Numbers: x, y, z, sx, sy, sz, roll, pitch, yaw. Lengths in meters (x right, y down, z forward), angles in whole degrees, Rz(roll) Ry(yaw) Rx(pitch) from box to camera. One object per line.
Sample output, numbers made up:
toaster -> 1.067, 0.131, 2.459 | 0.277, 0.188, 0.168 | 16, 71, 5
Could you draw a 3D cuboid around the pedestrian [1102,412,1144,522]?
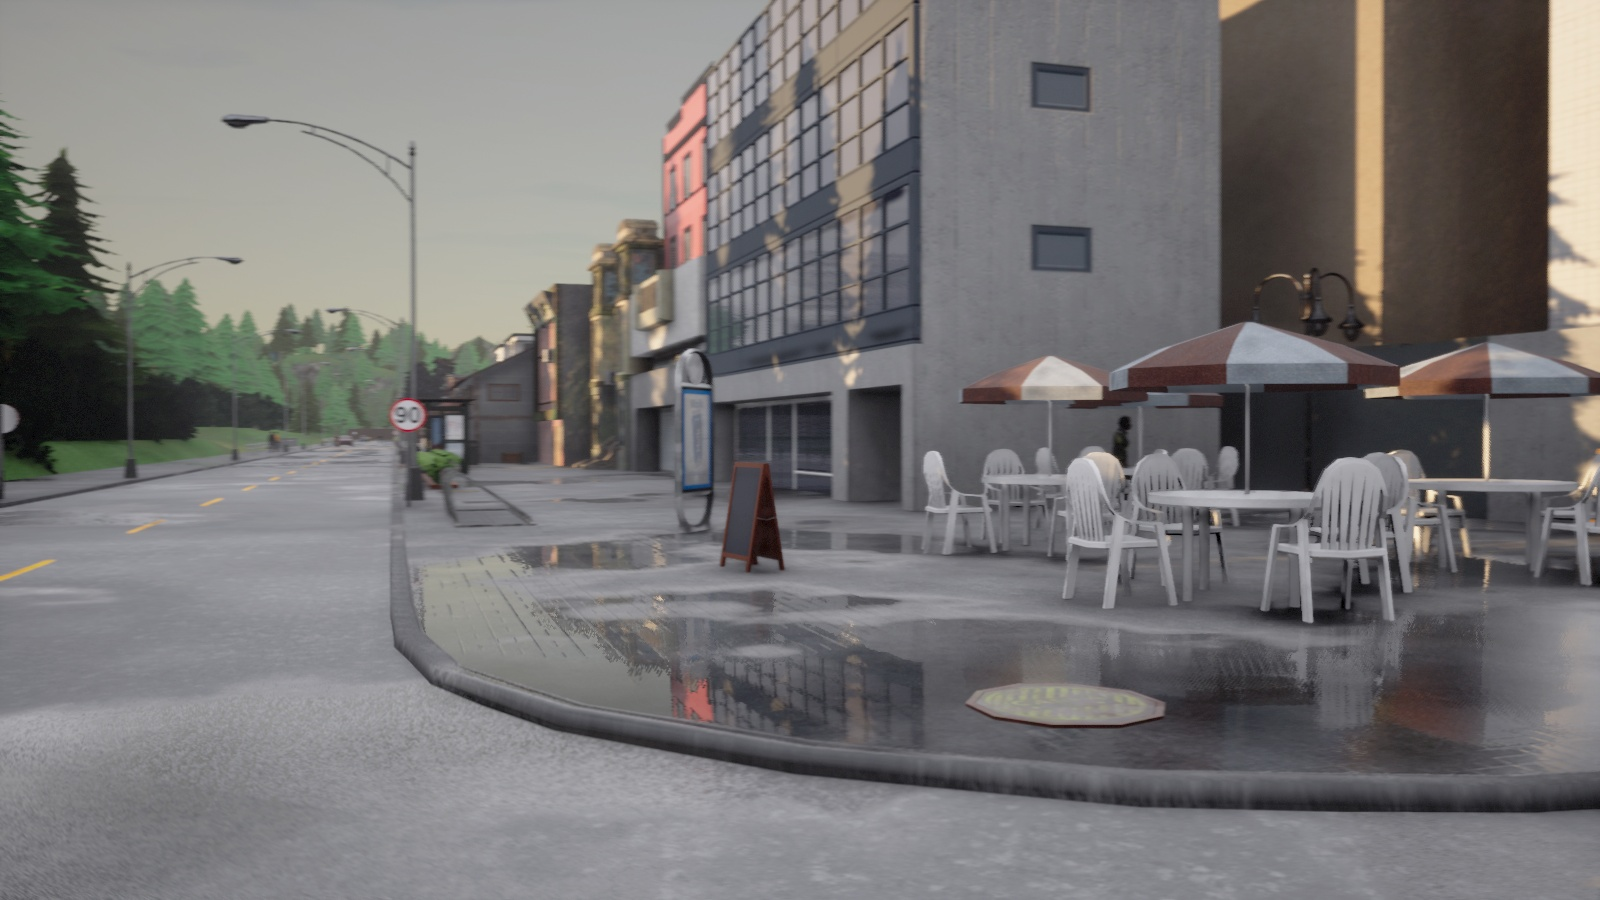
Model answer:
pedestrian -> 5.716, 0.295, 22.240 | 0.692, 1.930, 0.395 | 0, 1, 13
